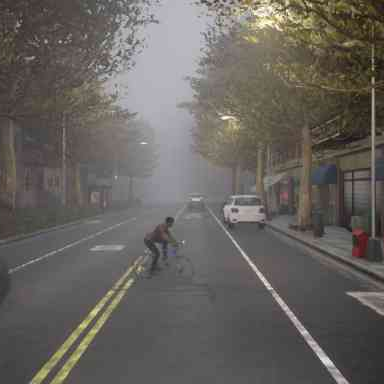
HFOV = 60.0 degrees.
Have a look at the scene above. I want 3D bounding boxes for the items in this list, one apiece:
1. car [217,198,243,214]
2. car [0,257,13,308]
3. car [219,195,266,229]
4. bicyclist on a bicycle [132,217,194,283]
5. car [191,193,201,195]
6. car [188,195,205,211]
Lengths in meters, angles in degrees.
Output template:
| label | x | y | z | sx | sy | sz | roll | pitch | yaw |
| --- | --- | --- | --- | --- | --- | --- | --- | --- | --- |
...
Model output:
| label | x | y | z | sx | sy | sz | roll | pitch | yaw |
| --- | --- | --- | --- | --- | --- | --- | --- | --- | --- |
| car | 4.040 | 1.481 | 36.030 | 2.231 | 1.521 | 4.892 | 0 | 0 | 1 |
| car | -3.963 | 1.563 | 4.216 | 2.033 | 1.411 | 5.357 | 0 | 0 | -12 |
| car | 3.290 | 1.229 | 21.672 | 2.435 | 2.045 | 5.566 | 0 | 0 | 1 |
| bicyclist on a bicycle | -0.727 | 1.435 | 8.324 | 1.656 | 1.620 | 0.582 | 2 | 2 | 14 |
| car | 0.617 | 1.221 | 50.859 | 2.150 | 2.045 | 5.566 | 0 | 0 | 1 |
| car | 0.537 | 1.491 | 40.428 | 2.128 | 1.511 | 4.902 | 0 | 0 | 1 |
